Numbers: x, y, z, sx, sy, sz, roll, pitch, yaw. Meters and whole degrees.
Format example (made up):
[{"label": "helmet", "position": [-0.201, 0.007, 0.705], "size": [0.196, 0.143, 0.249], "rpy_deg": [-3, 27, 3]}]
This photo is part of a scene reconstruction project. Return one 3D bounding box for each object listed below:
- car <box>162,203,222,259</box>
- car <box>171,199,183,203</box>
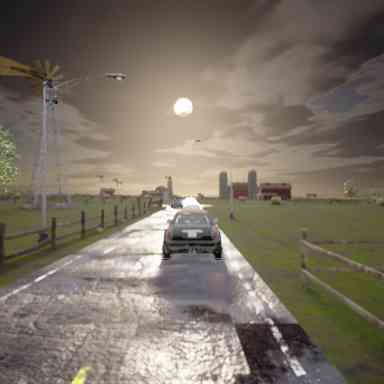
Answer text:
[{"label": "car", "position": [0.025, 1.500, 13.428], "size": [2.097, 1.767, 4.553], "rpy_deg": [0, -1, 0]}, {"label": "car", "position": [-2.757, 2.014, 60.641], "size": [2.097, 1.767, 4.553], "rpy_deg": [0, -1, 0]}]
